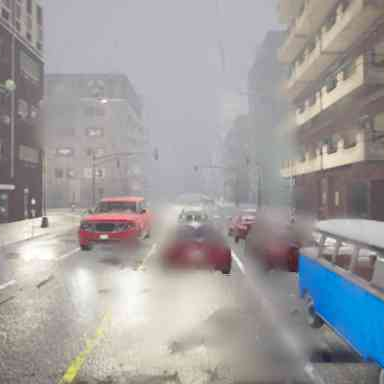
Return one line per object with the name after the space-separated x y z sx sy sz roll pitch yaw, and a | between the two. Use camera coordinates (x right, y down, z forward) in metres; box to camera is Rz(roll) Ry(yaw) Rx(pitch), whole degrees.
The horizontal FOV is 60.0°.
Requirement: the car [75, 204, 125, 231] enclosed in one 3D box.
-5.777 1.574 21.466 2.008 1.369 4.403 1 0 0 | car

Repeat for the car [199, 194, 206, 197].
2.947 1.622 76.441 2.008 1.369 4.403 1 0 0 | car

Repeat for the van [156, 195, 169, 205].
-5.607 1.399 59.512 1.690 1.788 3.998 1 0 0 | van

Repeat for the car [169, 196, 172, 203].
-5.501 1.628 65.174 1.947 1.339 4.313 1 0 0 | car

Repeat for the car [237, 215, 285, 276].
2.664 1.593 10.060 1.802 1.307 4.206 1 0 0 | car

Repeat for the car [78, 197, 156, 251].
-3.073 1.239 14.450 2.150 2.045 5.566 0 0 0 | car

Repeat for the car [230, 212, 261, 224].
2.662 1.599 15.730 1.802 1.307 4.206 1 0 0 | car

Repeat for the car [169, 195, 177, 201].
-5.331 1.631 93.527 1.887 1.381 4.507 1 0 0 | car

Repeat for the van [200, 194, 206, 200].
3.052 1.427 93.451 1.690 1.788 3.998 1 0 0 | van

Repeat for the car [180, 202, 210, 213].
0.094 1.625 23.269 1.895 1.301 4.718 0 0 0 | car

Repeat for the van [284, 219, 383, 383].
2.671 1.346 4.389 1.690 1.788 3.998 1 0 0 | van

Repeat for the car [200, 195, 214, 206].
2.942 1.606 57.853 2.008 1.369 4.403 1 0 0 | car

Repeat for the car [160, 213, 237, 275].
0.096 1.576 10.525 1.994 1.385 4.181 0 0 0 | car

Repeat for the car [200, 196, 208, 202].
2.981 1.658 82.111 1.802 1.307 4.206 1 0 0 | car

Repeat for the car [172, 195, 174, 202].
-5.465 1.507 70.845 1.967 1.590 4.097 1 0 0 | car

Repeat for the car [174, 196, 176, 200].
-5.399 1.643 82.186 1.947 1.339 4.313 1 0 0 | car
